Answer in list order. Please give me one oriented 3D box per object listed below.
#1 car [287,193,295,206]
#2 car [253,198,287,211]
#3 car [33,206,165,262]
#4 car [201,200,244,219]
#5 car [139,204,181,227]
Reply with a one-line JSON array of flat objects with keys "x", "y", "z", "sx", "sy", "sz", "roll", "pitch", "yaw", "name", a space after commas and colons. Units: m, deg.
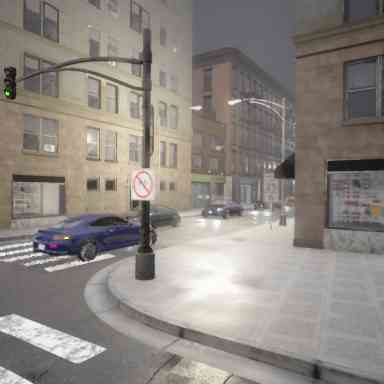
[{"x": 13.686, "y": 0.870, "z": 43.013, "sx": 2.097, "sy": 1.767, "sz": 4.553, "roll": 1, "pitch": 1, "yaw": 34, "name": "car"}, {"x": 7.962, "y": 1.191, "z": 34.503, "sx": 1.994, "sy": 1.385, "sz": 4.181, "roll": 1, "pitch": 1, "yaw": 34, "name": "car"}, {"x": -3.258, "y": 1.458, "z": 11.952, "sx": 1.812, "sy": 1.442, "sz": 4.674, "roll": 1, "pitch": 1, "yaw": 34, "name": "car"}, {"x": 2.463, "y": 1.297, "z": 26.277, "sx": 1.994, "sy": 1.385, "sz": 4.181, "roll": 1, "pitch": 1, "yaw": 34, "name": "car"}, {"x": -2.452, "y": 1.388, "z": 18.910, "sx": 1.994, "sy": 1.385, "sz": 4.181, "roll": 1, "pitch": 1, "yaw": 34, "name": "car"}]
